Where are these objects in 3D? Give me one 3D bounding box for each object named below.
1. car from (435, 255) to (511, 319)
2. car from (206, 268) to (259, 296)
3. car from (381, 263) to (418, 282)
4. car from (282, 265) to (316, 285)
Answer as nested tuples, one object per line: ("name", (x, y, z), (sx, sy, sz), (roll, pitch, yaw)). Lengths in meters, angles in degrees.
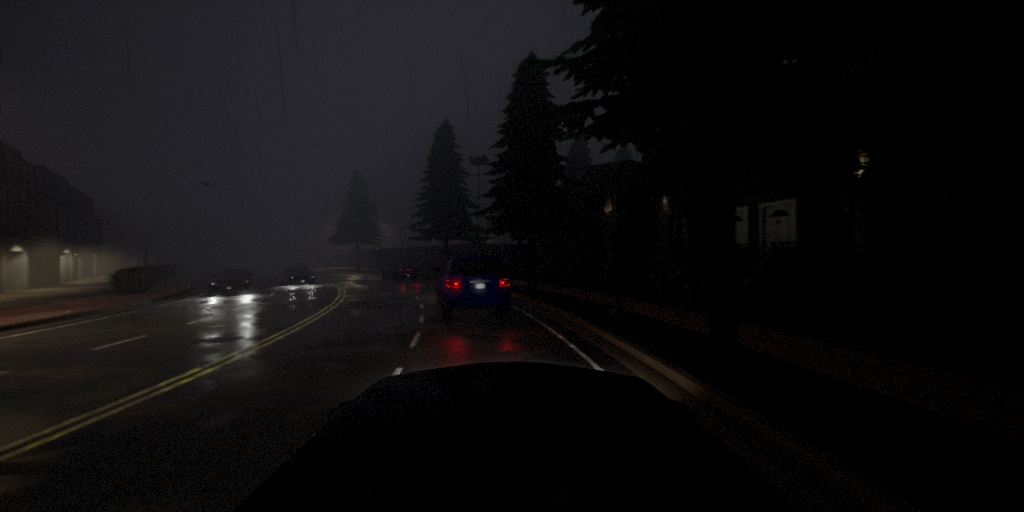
("car", (-1.570, 0.989, 13.173), (2.150, 2.045, 5.566), (0, 0, -14))
("car", (-16.133, 1.421, 20.914), (1.812, 1.442, 4.674), (0, 0, -31))
("car", (-9.563, 1.334, 30.245), (2.128, 1.511, 4.902), (0, 0, -35))
("car", (-16.786, 1.451, 28.128), (2.033, 1.411, 5.357), (0, 0, -37))
